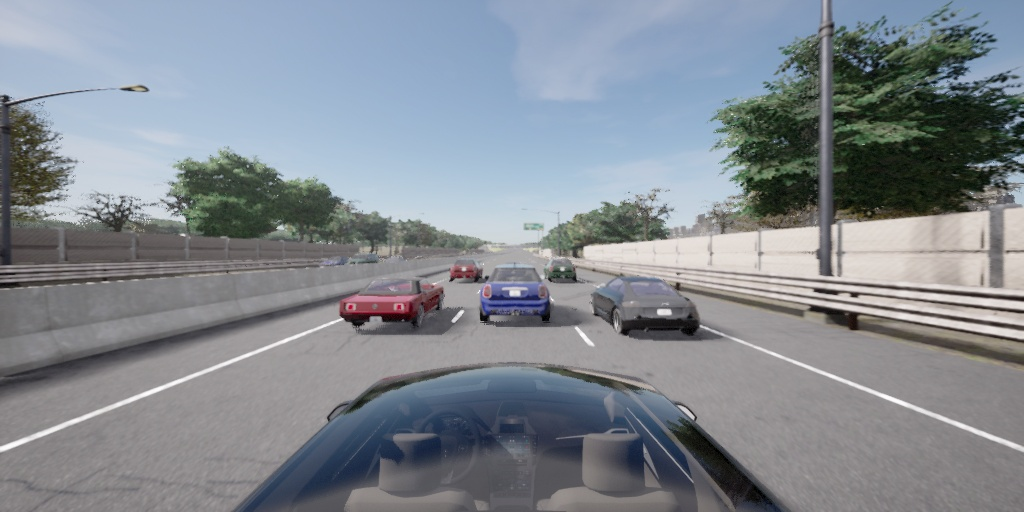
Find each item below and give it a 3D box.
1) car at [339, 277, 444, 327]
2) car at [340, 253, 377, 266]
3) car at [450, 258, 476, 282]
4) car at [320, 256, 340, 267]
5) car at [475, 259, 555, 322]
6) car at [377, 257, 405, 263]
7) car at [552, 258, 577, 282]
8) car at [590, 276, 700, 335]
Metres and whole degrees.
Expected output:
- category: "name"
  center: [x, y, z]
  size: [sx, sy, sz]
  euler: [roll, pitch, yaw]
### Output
- category: "car"
  center: [-3.413, 1.300, 11.245]
  size: [1.895, 1.301, 4.718]
  euler: [0, 0, 0]
- category: "car"
  center: [-17.573, 0.721, 42.346]
  size: [2.150, 2.045, 5.566]
  euler: [0, 1, 0]
- category: "car"
  center: [-3.404, 0.958, 27.540]
  size: [2.097, 1.767, 4.553]
  euler: [0, 0, 0]
- category: "car"
  center: [-21.066, 0.848, 43.156]
  size: [2.097, 1.767, 4.553]
  euler: [0, 0, 0]
- category: "car"
  center: [0.089, 1.047, 12.211]
  size: [2.097, 1.767, 4.553]
  euler: [0, 0, 0]
- category: "car"
  center: [-14.070, 0.975, 42.999]
  size: [1.882, 1.535, 5.008]
  euler: [0, 0, 0]
- category: "car"
  center: [3.596, 0.958, 27.545]
  size: [2.097, 1.767, 4.553]
  euler: [0, 0, 0]
- category: "car"
  center: [3.580, 1.268, 10.400]
  size: [1.994, 1.385, 4.181]
  euler: [0, 0, 0]
